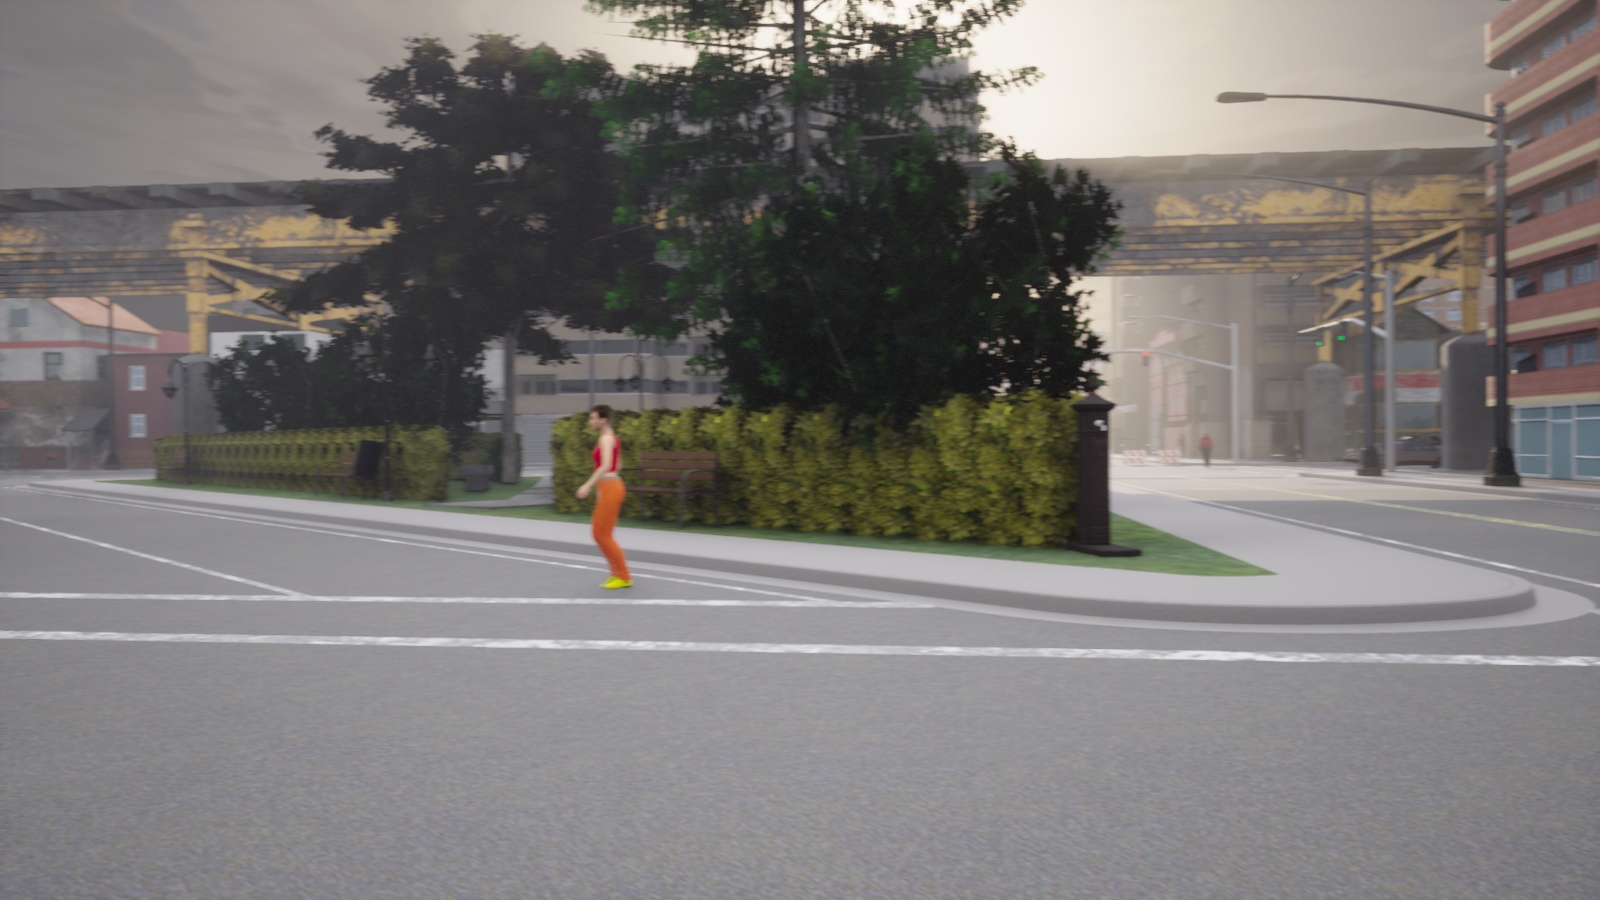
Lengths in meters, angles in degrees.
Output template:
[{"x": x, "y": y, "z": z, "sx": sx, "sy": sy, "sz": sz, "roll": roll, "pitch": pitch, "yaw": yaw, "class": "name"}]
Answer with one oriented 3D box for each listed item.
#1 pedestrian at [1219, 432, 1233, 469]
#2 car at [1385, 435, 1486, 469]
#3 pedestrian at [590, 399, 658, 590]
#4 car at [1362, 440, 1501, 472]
[{"x": 21.570, "y": 0.020, "z": 63.576, "sx": 0.634, "sy": 1.844, "sz": 0.899, "roll": 0, "pitch": 0, "yaw": 21, "class": "pedestrian"}, {"x": 30.965, "y": 0.073, "z": 61.296, "sx": 3.988, "sy": 1.617, "sz": 1.851, "roll": 0, "pitch": 0, "yaw": 6, "class": "car"}, {"x": -1.716, "y": 0.432, "z": 12.270, "sx": 0.594, "sy": 1.836, "sz": 0.345, "roll": 0, "pitch": 0, "yaw": 0, "class": "pedestrian"}, {"x": 29.096, "y": 0.255, "z": 57.975, "sx": 5.357, "sy": 1.411, "sz": 2.033, "roll": 0, "pitch": 0, "yaw": 6, "class": "car"}]
